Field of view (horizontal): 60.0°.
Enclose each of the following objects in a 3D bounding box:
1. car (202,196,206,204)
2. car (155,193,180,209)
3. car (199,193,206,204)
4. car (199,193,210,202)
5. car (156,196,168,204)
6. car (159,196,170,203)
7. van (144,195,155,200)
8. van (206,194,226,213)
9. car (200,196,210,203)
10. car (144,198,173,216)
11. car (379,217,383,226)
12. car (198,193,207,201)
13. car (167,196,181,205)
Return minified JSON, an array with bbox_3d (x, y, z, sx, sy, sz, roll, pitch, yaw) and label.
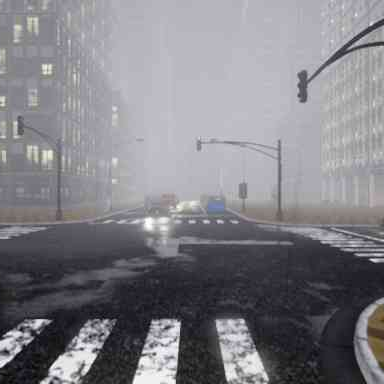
[{"bbox_3d":[2.628,1.520,41.479,1.887,1.381,4.507,0,0,0],"label":"car"},{"bbox_3d":[-3.165,1.196,44.413,2.150,2.045,5.566,0,0,1],"label":"car"},{"bbox_3d":[2.696,1.277,63.633,2.192,1.841,5.009,0,0,0],"label":"car"},{"bbox_3d":[2.742,1.269,74.712,2.192,1.841,5.009,0,0,0],"label":"car"},{"bbox_3d":[-5.685,1.528,63.667,1.947,1.339,4.313,0,0,0],"label":"car"},{"bbox_3d":[-5.662,1.509,69.205,2.008,1.369,4.403,0,0,0],"label":"car"},{"bbox_3d":[-5.752,1.314,47.049,1.690,1.788,3.998,0,0,0],"label":"van"},{"bbox_3d":[2.696,1.320,35.940,1.690,1.788,3.998,0,0,0],"label":"van"},{"bbox_3d":[2.718,1.503,69.172,1.887,1.381,4.507,0,0,0],"label":"car"},{"bbox_3d":[-3.223,1.582,32.908,1.895,1.301,4.718,0,0,0],"label":"car"},{"bbox_3d":[14.400,1.673,20.127,5.357,1.411,2.033,0,0,-1],"label":"car"},{"bbox_3d":[2.788,1.260,85.790,2.192,1.841,5.009,0,0,0],"label":"car"},{"bbox_3d":[-3.102,1.456,57.483,2.128,1.511,4.902,0,0,0],"label":"car"}]
